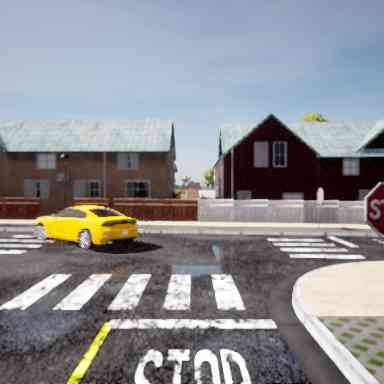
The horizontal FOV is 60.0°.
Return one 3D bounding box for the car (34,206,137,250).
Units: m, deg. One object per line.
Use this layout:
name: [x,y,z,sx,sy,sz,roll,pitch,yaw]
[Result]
car: [-4.424,1.297,13.528,5.008,1.535,1.882,1,-1,36]
